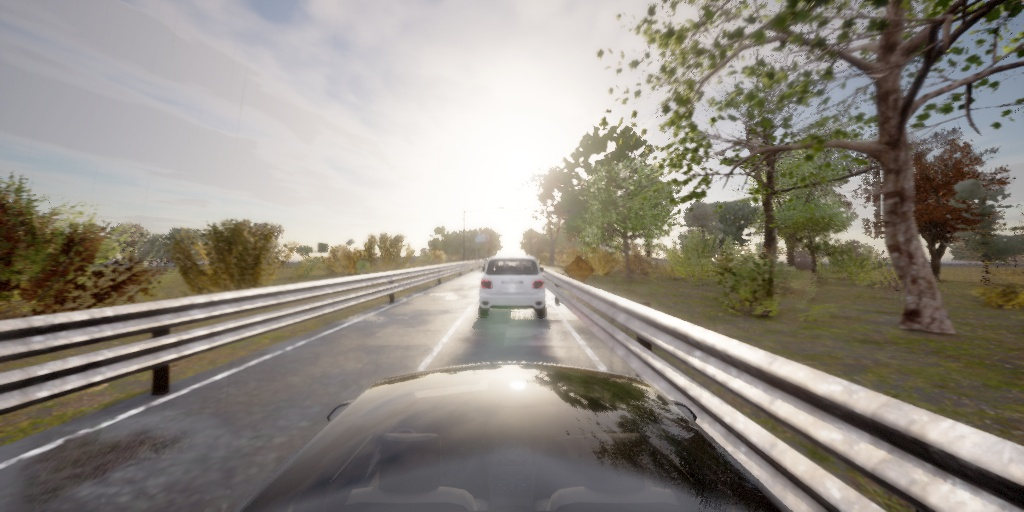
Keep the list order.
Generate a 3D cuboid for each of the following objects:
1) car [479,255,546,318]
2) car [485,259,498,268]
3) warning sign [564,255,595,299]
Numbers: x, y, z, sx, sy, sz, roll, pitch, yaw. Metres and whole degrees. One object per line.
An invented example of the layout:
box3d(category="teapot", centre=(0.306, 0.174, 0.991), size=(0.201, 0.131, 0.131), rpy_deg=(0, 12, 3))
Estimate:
box3d(category="car", centre=(0.033, 0.995, 13.273), size=(2.150, 2.045, 5.566), rpy_deg=(0, 0, 1))
box3d(category="car", centre=(-3.274, 1.202, 58.800), size=(1.812, 1.442, 4.674), rpy_deg=(0, 0, 1))
box3d(category="warning sign", centre=(2.854, 0.885, 15.125), size=(1.300, 1.860, 1.060), rpy_deg=(0, 0, 0))
